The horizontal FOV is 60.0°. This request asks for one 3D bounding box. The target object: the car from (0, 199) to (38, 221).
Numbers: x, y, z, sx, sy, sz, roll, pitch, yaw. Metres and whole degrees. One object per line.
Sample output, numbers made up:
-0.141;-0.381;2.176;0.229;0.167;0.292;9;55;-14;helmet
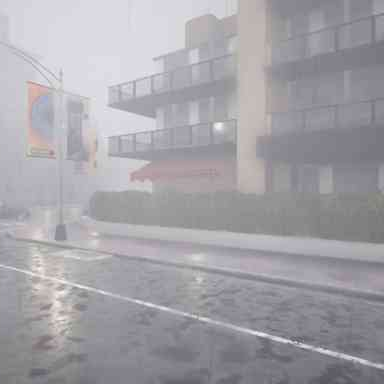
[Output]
-14.770;1.491;25.241;2.128;1.511;4.902;0;0;35;car
